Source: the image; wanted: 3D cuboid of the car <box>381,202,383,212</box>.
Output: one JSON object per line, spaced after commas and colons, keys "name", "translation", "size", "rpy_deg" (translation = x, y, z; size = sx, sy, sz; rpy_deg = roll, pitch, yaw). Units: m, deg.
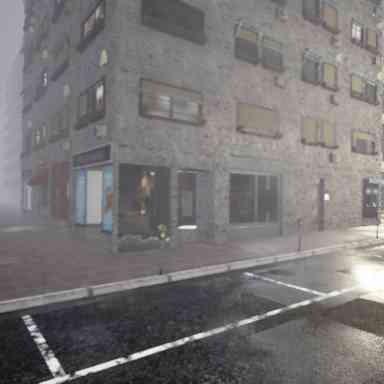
{"name": "car", "translation": [21.175, 1.713, 40.095], "size": [1.947, 1.339, 4.313], "rpy_deg": [1, -1, -35]}
